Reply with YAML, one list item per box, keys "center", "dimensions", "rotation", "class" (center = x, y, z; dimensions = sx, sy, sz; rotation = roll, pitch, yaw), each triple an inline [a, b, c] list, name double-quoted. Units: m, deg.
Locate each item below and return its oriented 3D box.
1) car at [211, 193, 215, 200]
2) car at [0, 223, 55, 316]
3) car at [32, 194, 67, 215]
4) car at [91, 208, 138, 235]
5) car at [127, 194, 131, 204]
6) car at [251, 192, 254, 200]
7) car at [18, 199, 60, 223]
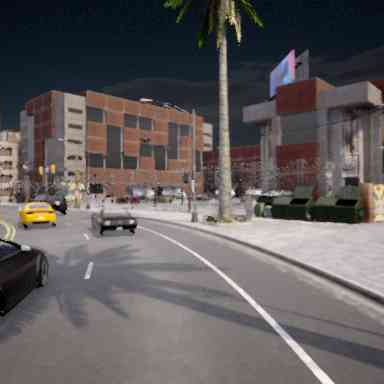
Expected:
- center: [1.764, 1.249, 68.078]
  dimensions: [4.718, 1.301, 1.895]
  rotation: [0, 0, 43]
  class: "car"
- center: [-4.264, 1.567, 6.435]
  dimensions: [1.994, 1.385, 4.181]
  rotation: [0, 0, -9]
  class: "car"
- center: [-14.179, 1.182, 32.597]
  dimensions: [2.150, 2.045, 5.566]
  rotation: [-1, 0, -43]
  class: "car"
- center: [-4.505, 1.550, 18.685]
  dimensions: [1.895, 1.301, 4.718]
  rotation: [-1, 0, -23]
  class: "car"
- center: [-10.478, 1.085, 54.742]
  dimensions: [4.553, 1.767, 2.185]
  rotation: [0, 0, 43]
  class: "car"
- center: [9.557, 1.109, 51.623]
  dimensions: [4.674, 1.452, 2.002]
  rotation: [0, 0, 43]
  class: "car"
- center: [-10.538, 1.456, 22.543]
  dimensions: [1.882, 1.535, 5.008]
  rotation: [-1, 0, -31]
  class: "car"
